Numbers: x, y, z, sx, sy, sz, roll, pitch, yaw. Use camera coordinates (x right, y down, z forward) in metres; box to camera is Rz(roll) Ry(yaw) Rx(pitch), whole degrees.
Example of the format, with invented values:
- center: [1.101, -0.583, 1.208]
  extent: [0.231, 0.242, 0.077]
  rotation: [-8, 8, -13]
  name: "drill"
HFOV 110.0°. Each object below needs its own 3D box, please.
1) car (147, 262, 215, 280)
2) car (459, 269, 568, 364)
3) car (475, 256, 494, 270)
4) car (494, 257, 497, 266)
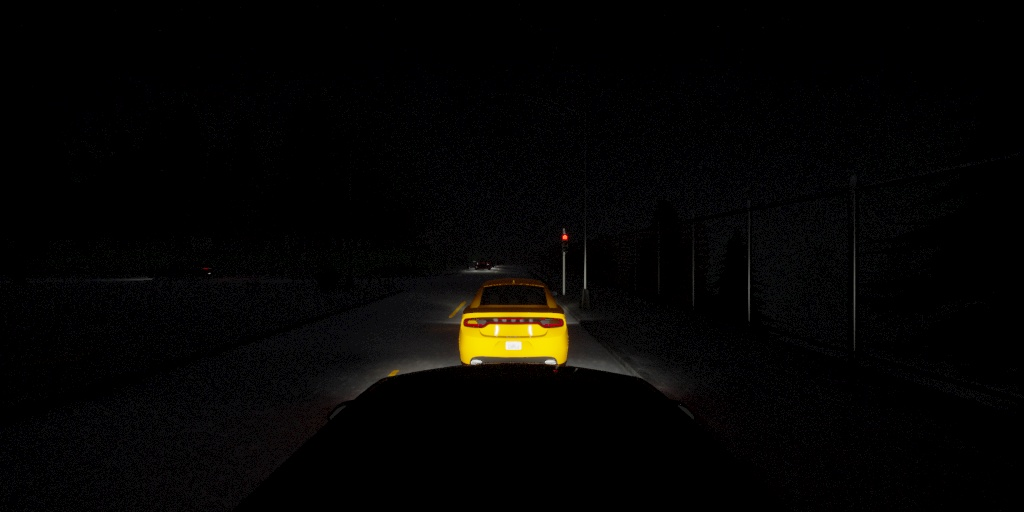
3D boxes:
- center: [-28.726, 1.255, 31.180]
  extent: [4.892, 1.490, 1.837]
  rotation: [0, 0, 0]
  name: "car"
- center: [0.043, 1.228, 7.991]
  extent: [1.882, 1.535, 5.008]
  rotation: [0, 0, 0]
  name: "car"
- center: [-4.123, 1.102, 51.959]
  extent: [2.097, 1.767, 4.553]
  rotation: [0, 0, 0]
  name: "car"
- center: [-4.107, 1.351, 62.860]
  extent: [1.895, 1.301, 4.718]
  rotation: [0, 0, 0]
  name: "car"
